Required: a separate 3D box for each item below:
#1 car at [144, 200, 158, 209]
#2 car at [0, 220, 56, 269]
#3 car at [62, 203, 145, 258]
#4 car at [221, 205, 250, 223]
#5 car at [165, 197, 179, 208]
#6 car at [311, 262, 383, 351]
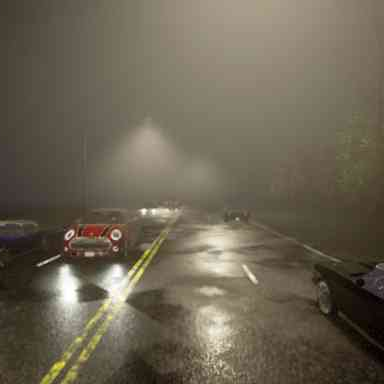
[{"bbox_3d":[-6.507,1.938,52.142,1.895,1.301,4.718,0,0,0],"label":"car"},{"bbox_3d":[-6.587,1.686,11.640,1.895,1.301,4.718,0,0,0],"label":"car"},{"bbox_3d":[-3.335,1.447,13.075,2.097,1.767,4.553,0,0,0],"label":"car"},{"bbox_3d":[3.415,1.752,27.163,1.895,1.301,4.718,1,0,0],"label":"car"},{"bbox_3d":[-3.252,1.699,53.939,2.097,1.767,4.553,0,0,0],"label":"car"},{"bbox_3d":[3.354,1.629,4.665,1.895,1.301,4.718,-1,0,0],"label":"car"}]
